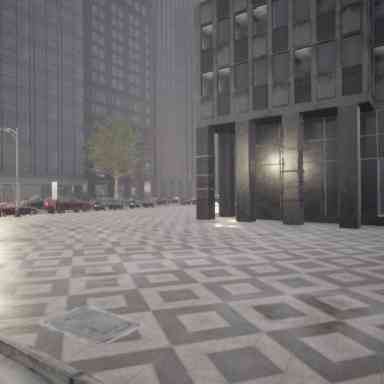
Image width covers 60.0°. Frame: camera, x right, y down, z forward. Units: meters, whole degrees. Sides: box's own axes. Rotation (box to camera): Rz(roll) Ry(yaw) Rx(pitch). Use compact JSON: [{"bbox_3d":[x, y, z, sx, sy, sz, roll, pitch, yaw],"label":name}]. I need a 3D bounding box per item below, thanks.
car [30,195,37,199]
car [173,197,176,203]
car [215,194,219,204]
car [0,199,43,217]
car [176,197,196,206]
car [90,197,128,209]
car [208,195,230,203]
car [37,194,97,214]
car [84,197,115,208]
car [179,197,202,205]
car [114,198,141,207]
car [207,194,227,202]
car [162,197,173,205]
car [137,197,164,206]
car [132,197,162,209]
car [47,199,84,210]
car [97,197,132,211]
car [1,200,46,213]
[{"bbox_3d":[-17.272,1.264,38.331,2.150,2.045,5.566,-1,0,35],"label":"car"},{"bbox_3d":[-3.822,1.574,62.583,1.947,1.339,4.313,-1,0,35],"label":"car"},{"bbox_3d":[3.180,1.222,57.725,2.192,1.841,5.009,-1,0,35],"label":"car"},{"bbox_3d":[-16.078,1.577,29.909,1.802,1.307,4.206,-1,0,35],"label":"car"},{"bbox_3d":[-0.029,1.462,53.088,1.887,1.381,4.507,-1,0,35],"label":"car"},{"bbox_3d":[-11.551,1.505,46.565,2.128,1.511,4.902,-1,0,35],"label":"car"},{"bbox_3d":[5.461,1.416,65.535,2.128,1.511,4.902,-1,0,35],"label":"car"},{"bbox_3d":[-12.870,1.290,34.546,2.192,1.841,5.009,-1,0,35],"label":"car"},{"bbox_3d":[-13.455,1.484,48.673,1.967,1.590,4.097,-1,0,35],"label":"car"},{"bbox_3d":[-0.218,1.506,57.319,1.994,1.385,4.181,-1,0,34],"label":"car"},{"bbox_3d":[-10.243,1.613,53.310,1.802,1.307,4.206,-1,0,35],"label":"car"},{"bbox_3d":[5.808,1.296,76.493,2.192,1.841,5.009,-1,0,35],"label":"car"},{"bbox_3d":[-5.699,1.590,54.947,1.895,1.301,4.718,-1,0,35],"label":"car"},{"bbox_3d":[-7.130,1.544,57.806,1.752,1.417,4.829,-1,0,35],"label":"car"},{"bbox_3d":[-6.448,1.509,43.816,1.947,1.339,4.313,-1,0,35],"label":"car"},{"bbox_3d":[-16.664,1.642,44.037,1.802,1.307,4.206,-1,0,35],"label":"car"},{"bbox_3d":[-9.658,1.525,39.181,1.947,1.339,4.313,-1,0,35],"label":"car"},{"bbox_3d":[-19.874,1.643,39.401,1.947,1.339,4.313,-1,0,35],"label":"car"}]
